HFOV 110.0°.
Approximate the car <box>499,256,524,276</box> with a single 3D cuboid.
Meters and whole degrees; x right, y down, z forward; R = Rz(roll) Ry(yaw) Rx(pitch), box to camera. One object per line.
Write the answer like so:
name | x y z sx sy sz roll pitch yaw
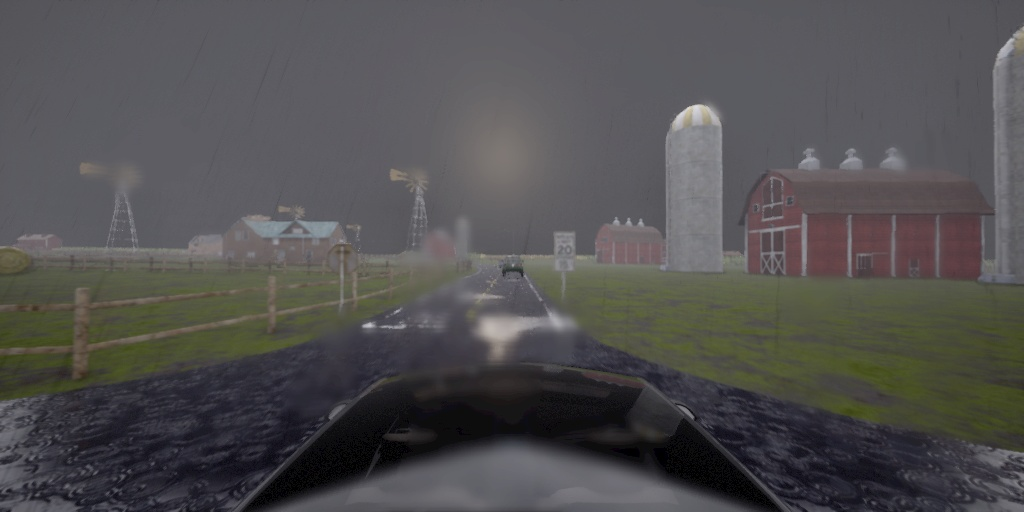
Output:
car | 0.086 1.019 37.813 2.150 2.045 5.566 0 0 0
